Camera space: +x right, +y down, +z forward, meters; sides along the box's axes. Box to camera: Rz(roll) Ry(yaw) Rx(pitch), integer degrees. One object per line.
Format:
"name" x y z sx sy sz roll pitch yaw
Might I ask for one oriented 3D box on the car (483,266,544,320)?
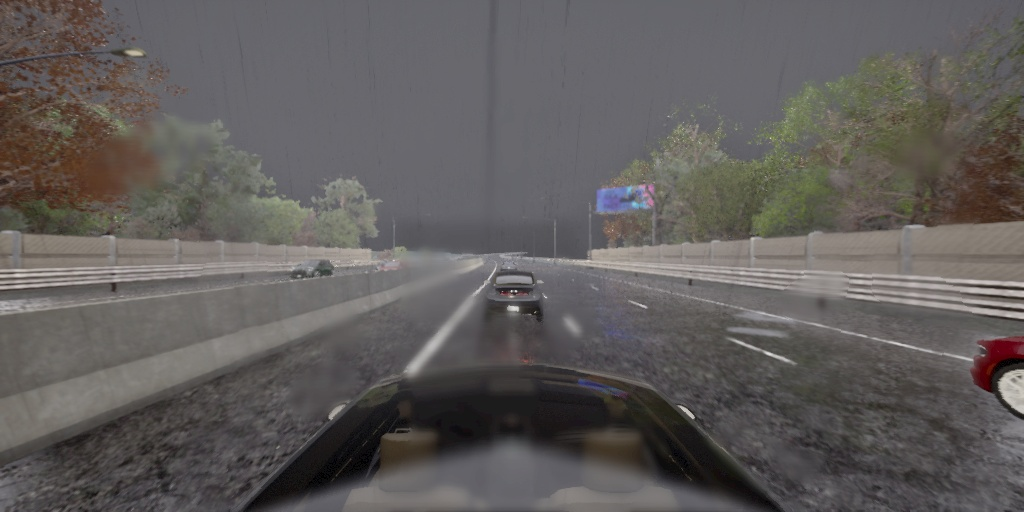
"car" 0.058 1.254 12.558 1.837 1.490 4.892 0 0 0

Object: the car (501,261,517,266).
"car" -0.394 1.309 43.173 1.994 1.385 4.181 0 0 -1

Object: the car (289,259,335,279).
"car" -17.872 1.105 32.287 2.097 1.767 4.553 0 0 -1

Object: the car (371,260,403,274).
"car" -14.558 1.241 42.185 2.128 1.511 4.902 0 0 -1

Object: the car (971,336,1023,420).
"car" 7.094 1.226 2.664 1.882 1.535 5.008 0 0 0

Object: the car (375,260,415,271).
"car" -10.890 1.228 33.481 1.882 1.535 5.008 0 0 -1
